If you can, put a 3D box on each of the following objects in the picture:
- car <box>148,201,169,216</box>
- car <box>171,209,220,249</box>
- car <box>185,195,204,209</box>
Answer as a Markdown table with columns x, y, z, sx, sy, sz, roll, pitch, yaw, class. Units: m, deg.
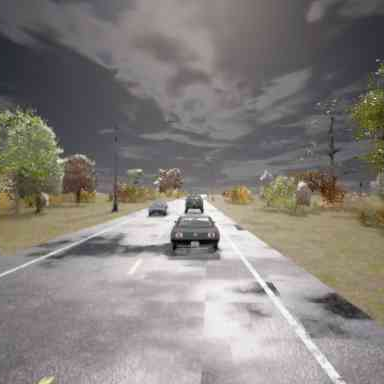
| x | y | z | sx | sy | sz | roll | pitch | yaw | class |
| --- | --- | --- | --- | --- | --- | --- | --- | --- | --- |
| -3.359 | 1.690 | 34.572 | 2.033 | 1.411 | 5.357 | 0 | 0 | 0 | car |
| 0.131 | 1.661 | 14.732 | 1.895 | 1.301 | 4.718 | 0 | 0 | 0 | car |
| 0.289 | 1.388 | 40.410 | 2.150 | 2.045 | 5.566 | 0 | 0 | 1 | car |
